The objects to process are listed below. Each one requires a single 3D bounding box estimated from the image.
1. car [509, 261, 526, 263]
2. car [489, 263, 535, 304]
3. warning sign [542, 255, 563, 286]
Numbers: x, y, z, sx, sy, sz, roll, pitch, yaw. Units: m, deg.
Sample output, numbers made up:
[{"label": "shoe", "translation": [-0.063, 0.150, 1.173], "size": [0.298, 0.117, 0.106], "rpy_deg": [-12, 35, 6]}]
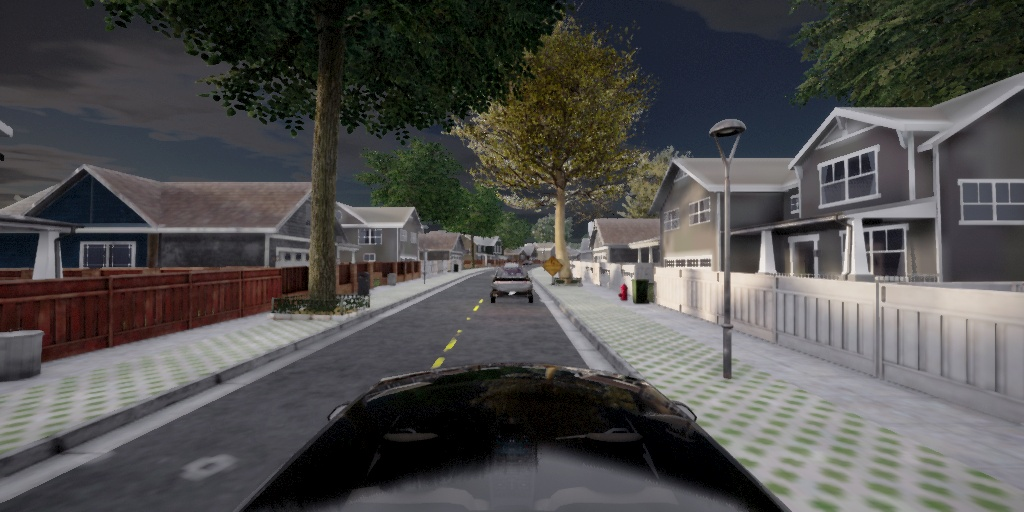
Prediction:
[{"label": "car", "translation": [0.000, 1.295, 31.512], "size": [1.882, 1.535, 5.008], "rpy_deg": [0, 0, 0]}, {"label": "car", "translation": [0.000, 1.262, 16.507], "size": [2.128, 1.511, 4.902], "rpy_deg": [0, 0, 0]}, {"label": "warning sign", "translation": [2.517, 0.892, 21.954], "size": [1.300, 1.860, 1.060], "rpy_deg": [0, 0, 0]}]
